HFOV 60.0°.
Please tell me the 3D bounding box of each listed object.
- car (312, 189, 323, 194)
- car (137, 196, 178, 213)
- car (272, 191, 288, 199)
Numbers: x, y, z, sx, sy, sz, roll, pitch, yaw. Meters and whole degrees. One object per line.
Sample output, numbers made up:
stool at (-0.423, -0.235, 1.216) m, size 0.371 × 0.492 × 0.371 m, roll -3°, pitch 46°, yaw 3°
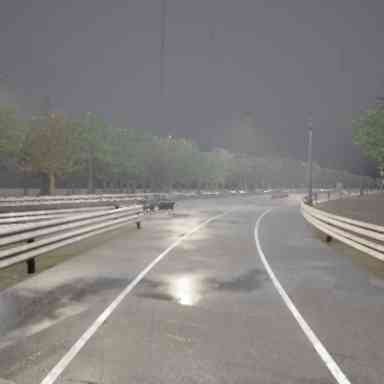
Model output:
car at (31.913, 0.052, 84.762) m, size 2.033 × 1.411 × 5.357 m, roll 1°, pitch 1°, yaw 34°
car at (-3.230, 1.159, 32.157) m, size 1.837 × 1.490 × 4.892 m, roll 1°, pitch 2°, yaw 34°
car at (16.266, 0.566, 61.384) m, size 1.994 × 1.385 × 4.181 m, roll 1°, pitch 2°, yaw 34°
